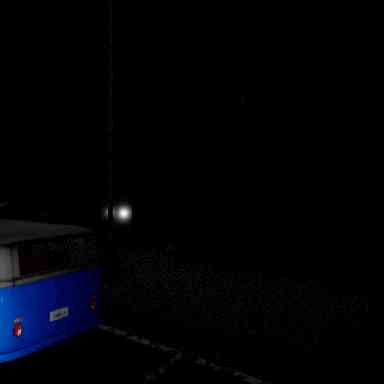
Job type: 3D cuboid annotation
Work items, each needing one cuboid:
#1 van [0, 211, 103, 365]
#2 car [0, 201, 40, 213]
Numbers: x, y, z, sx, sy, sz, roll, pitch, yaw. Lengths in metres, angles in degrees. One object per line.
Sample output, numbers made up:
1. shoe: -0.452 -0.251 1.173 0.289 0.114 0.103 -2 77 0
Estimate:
1. van: -3.224 1.341 5.377 3.998 1.788 1.690 0 0 36
2. car: -15.435 1.517 28.523 1.812 1.442 4.674 0 0 33
